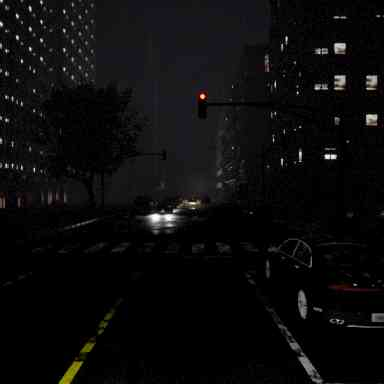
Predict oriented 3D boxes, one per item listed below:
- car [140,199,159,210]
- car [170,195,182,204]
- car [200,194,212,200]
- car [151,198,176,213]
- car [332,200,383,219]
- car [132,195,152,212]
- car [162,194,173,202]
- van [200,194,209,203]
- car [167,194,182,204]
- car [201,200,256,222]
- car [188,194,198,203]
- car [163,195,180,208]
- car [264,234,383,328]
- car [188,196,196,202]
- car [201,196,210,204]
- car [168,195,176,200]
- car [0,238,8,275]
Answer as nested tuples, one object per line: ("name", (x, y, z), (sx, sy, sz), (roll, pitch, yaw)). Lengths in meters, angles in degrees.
("car", (-5.697, 1.592, 44.822), (1.947, 1.339, 4.313), (0, 0, 0))
("car", (-3.049, 1.402, 65.161), (2.097, 1.767, 4.553), (0, 0, 0))
("car", (2.683, 1.611, 61.391), (1.947, 1.339, 4.313), (0, 0, 0))
("car", (-3.093, 1.620, 37.150), (1.895, 1.301, 4.718), (0, 0, -1))
("car", (13.423, 1.350, 26.319), (4.403, 1.369, 2.008), (-1, 1, -1))
("car", (-5.696, 1.336, 39.299), (2.192, 1.841, 5.009), (0, 0, 0))
("car", (-5.700, 1.386, 77.959), (2.192, 1.841, 5.009), (0, 0, 0))
("van", (2.681, 1.402, 72.438), (1.690, 1.788, 3.998), (0, 0, 0))
("car", (-3.091, 1.563, 55.442), (1.812, 1.442, 4.674), (0, 0, 0))
("car", (2.918, 1.574, 26.449), (4.181, 1.385, 1.994), (0, 0, 37))
("car", (0.091, 1.656, 68.903), (1.895, 1.301, 4.718), (0, 0, 0))
("car", (-3.104, 1.554, 46.263), (1.812, 1.442, 4.674), (0, 0, 0))
("car", (2.688, 1.551, 6.912), (2.008, 1.369, 4.403), (0, 0, 0))
("car", (-0.008, 1.668, 78.905), (1.895, 1.301, 4.718), (0, 0, 0))
("car", (2.682, 1.578, 67.084), (1.752, 1.417, 4.829), (0, 0, 0))
("car", (-5.702, 1.654, 94.528), (2.008, 1.369, 4.403), (0, 0, 0))
("car", (-5.692, 1.545, 6.911), (1.887, 1.381, 4.507), (0, 0, 0))
